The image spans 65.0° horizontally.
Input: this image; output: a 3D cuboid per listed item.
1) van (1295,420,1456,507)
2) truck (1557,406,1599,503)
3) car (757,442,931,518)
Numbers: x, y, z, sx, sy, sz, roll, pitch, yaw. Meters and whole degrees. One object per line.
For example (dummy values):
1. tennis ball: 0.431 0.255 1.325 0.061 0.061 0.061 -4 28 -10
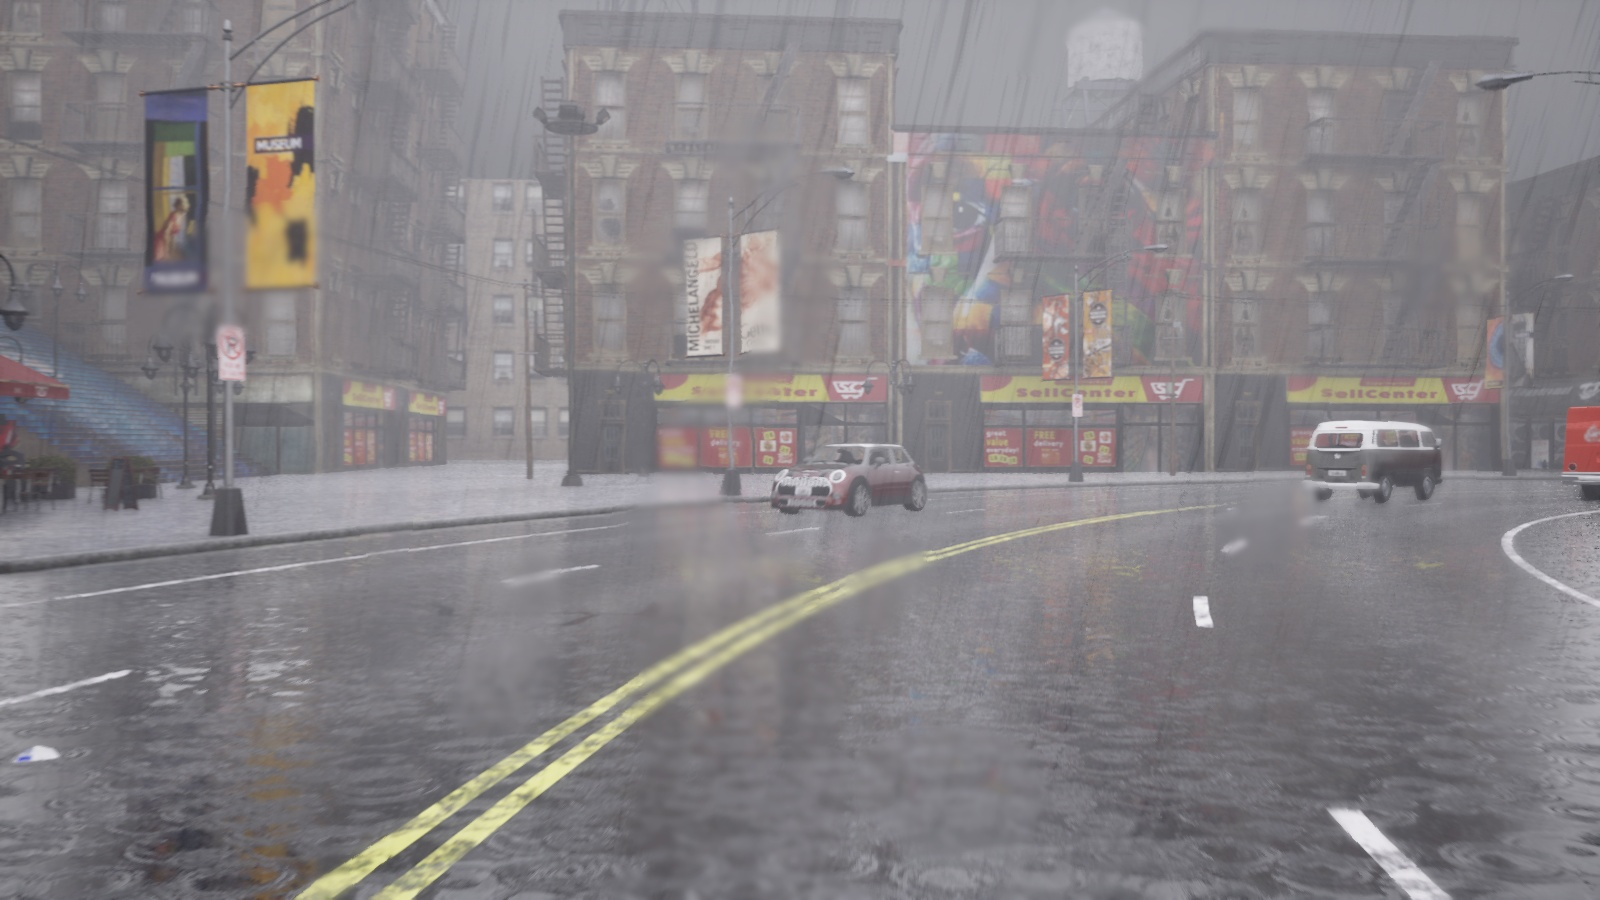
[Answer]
1. van: 14.592 0.314 31.727 4.480 2.038 2.069 0 0 -42
2. truck: 22.681 0.110 32.902 5.204 2.467 2.627 0 0 -29
3. car: 0.994 0.564 26.473 1.970 1.475 3.806 0 0 33
